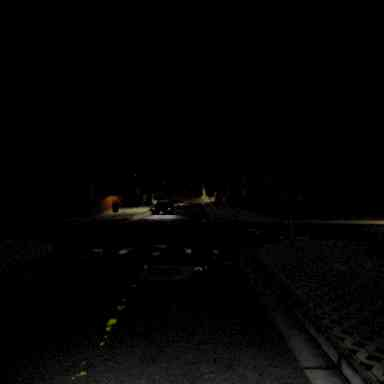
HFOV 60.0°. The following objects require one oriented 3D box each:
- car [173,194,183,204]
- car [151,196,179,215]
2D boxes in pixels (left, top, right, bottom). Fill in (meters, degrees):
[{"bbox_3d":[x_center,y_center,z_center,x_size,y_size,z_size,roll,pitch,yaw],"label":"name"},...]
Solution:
[{"bbox_3d":[-2.534,1.129,56.126,1.882,1.535,5.008,0,0,0],"label":"car"},{"bbox_3d":[-2.631,1.359,31.150,2.033,1.411,5.357,0,0,0],"label":"car"}]
